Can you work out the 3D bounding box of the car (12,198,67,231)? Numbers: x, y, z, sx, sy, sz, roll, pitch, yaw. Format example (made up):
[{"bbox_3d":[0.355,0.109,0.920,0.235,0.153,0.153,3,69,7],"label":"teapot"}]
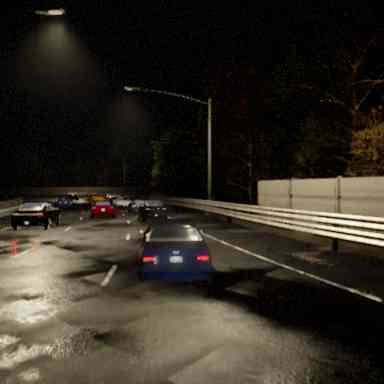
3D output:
[{"bbox_3d":[-9.119,1.375,19.780,2.128,1.511,4.902,0,0,-11],"label":"car"}]

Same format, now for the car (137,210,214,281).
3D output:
[{"bbox_3d":[-0.577,1.488,9.684,2.033,1.411,5.357,0,0,-5],"label":"car"}]

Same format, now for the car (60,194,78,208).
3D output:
[{"bbox_3d":[-15.979,1.301,41.801,2.033,1.411,5.357,0,0,-23],"label":"car"}]

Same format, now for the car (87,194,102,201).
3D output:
[{"bbox_3d":[-17.192,1.129,58.741,1.882,1.535,5.008,0,0,-31],"label":"car"}]

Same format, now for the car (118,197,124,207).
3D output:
[{"bbox_3d":[-9.067,1.344,42.945,1.895,1.301,4.718,0,0,-22],"label":"car"}]

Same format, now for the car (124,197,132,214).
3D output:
[{"bbox_3d":[-5.156,1.370,32.297,1.994,1.385,4.181,0,0,-17],"label":"car"}]

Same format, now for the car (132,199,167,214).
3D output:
[{"bbox_3d":[-2.996,1.342,24.681,2.128,1.511,4.902,0,0,-14],"label":"car"}]

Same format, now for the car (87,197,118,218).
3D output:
[{"bbox_3d":[-7.647,1.393,28.583,1.994,1.385,4.181,0,0,-15],"label":"car"}]
